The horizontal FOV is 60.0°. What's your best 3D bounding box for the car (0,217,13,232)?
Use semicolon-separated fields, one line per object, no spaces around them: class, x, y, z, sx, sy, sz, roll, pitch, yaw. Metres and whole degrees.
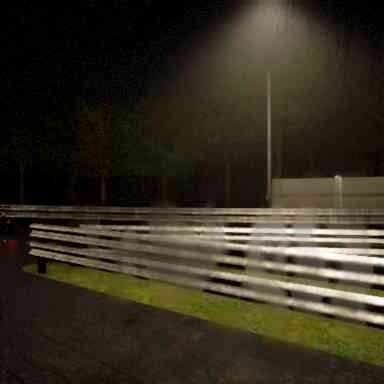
car;-12.450;1.653;18.222;4.718;1.301;1.895;0;-1;13
